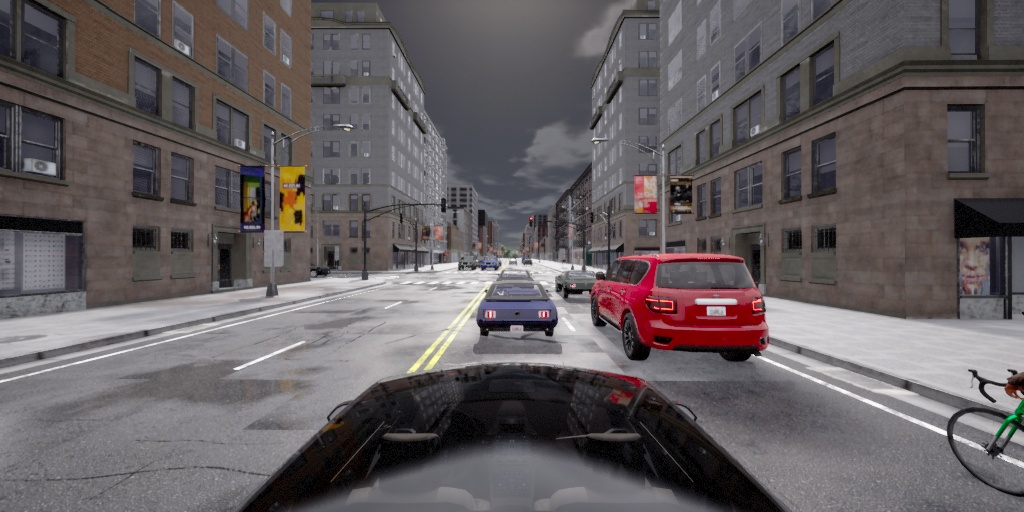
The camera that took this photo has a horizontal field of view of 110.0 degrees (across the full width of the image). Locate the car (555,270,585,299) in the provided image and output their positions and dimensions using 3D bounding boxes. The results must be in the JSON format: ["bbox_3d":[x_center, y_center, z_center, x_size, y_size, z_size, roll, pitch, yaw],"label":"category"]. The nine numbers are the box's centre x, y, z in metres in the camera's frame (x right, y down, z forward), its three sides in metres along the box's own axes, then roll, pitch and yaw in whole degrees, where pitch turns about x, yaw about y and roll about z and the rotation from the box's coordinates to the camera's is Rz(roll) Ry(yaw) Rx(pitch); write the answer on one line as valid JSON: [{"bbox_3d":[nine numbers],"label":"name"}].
[{"bbox_3d":[3.303,1.354,18.173,1.895,1.301,4.718,0,0,0],"label":"car"}]

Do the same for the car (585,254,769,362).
[{"bbox_3d":[3.345,0.972,8.405,2.150,2.045,5.566,0,0,2],"label":"car"}]

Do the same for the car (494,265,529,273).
[{"bbox_3d":[0.157,1.354,19.434,1.895,1.301,4.718,0,0,0],"label":"car"}]

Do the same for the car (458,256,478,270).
[{"bbox_3d":[-6.420,0.987,52.032,2.150,2.045,5.566,0,0,0],"label":"car"}]

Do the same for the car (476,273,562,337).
[{"bbox_3d":[0.127,1.352,10.329,1.895,1.301,4.718,0,0,0],"label":"car"}]

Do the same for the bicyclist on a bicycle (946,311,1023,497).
[{"bbox_3d":[4.148,1.203,2.603,0.582,1.620,1.656,0,0,0],"label":"bicyclist on a bicycle"}]

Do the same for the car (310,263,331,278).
[{"bbox_3d":[-19.755,1.211,33.770,5.008,1.535,1.882,0,0,1],"label":"car"}]

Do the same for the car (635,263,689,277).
[{"bbox_3d":[15.177,1.409,36.461,4.718,1.301,1.895,0,0,0],"label":"car"}]

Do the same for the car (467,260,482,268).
[{"bbox_3d":[-6.373,1.332,61.438,1.994,1.385,4.181,0,0,0],"label":"car"}]

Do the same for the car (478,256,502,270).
[{"bbox_3d":[-3.145,0.987,51.734,2.150,2.045,5.566,0,0,2],"label":"car"}]
